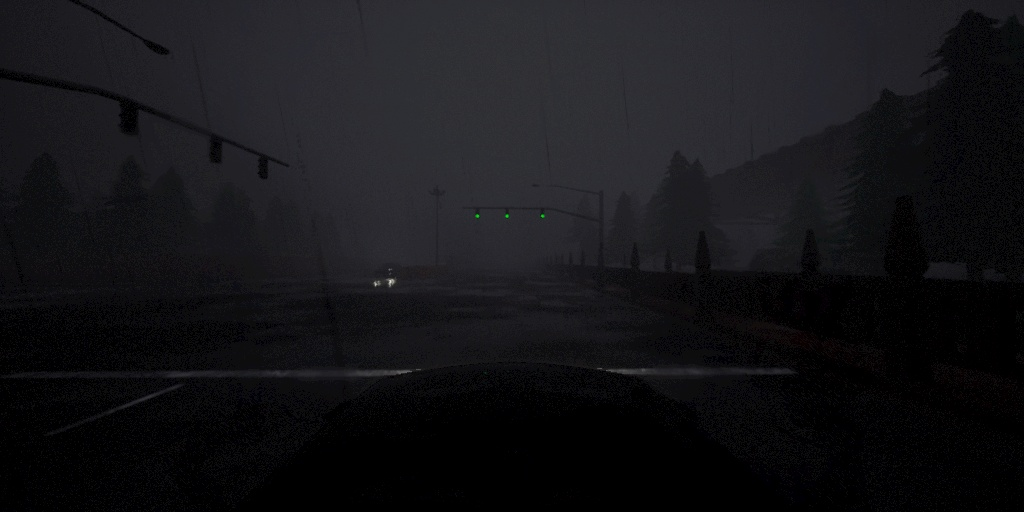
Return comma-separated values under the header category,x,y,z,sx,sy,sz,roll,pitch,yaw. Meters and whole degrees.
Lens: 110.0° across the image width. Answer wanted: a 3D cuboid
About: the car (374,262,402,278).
category,x,y,z,sx,sy,sz,roll,pitch,yaw
car,-13.989,1.536,40.879,2.097,1.767,4.553,0,-1,0
